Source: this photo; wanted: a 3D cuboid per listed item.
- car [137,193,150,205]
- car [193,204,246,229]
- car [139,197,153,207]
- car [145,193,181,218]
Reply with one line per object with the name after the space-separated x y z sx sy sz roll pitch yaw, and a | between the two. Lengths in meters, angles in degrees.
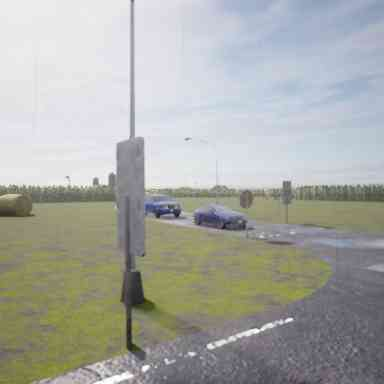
-9.087 1.284 62.648 2.150 2.045 5.566 -1 0 -6 | car
1.742 1.553 22.109 1.812 1.442 4.674 -1 0 -30 | car
-7.309 1.575 52.476 1.812 1.442 4.674 -1 0 -12 | car
-2.996 1.272 31.117 2.150 2.045 5.566 -1 0 -27 | car
